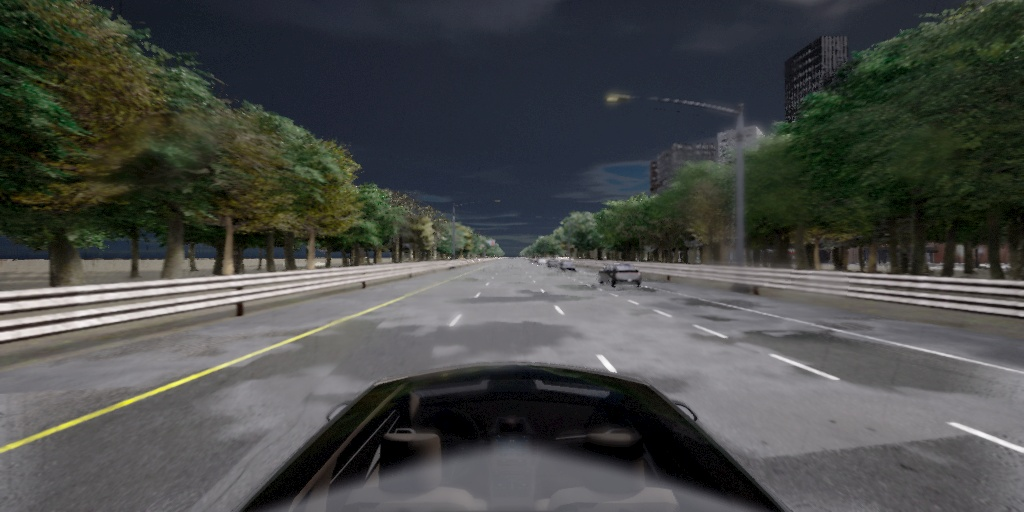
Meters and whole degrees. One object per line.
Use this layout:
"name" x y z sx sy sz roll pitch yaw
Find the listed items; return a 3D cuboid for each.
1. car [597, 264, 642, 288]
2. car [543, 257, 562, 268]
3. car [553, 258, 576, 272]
"car" 7.002 1.249 23.721 2.128 1.511 4.902 0 0 0
"car" 7.063 1.304 62.639 2.128 1.511 4.902 0 0 0
"car" 7.018 1.329 46.648 2.033 1.411 5.357 0 0 0
